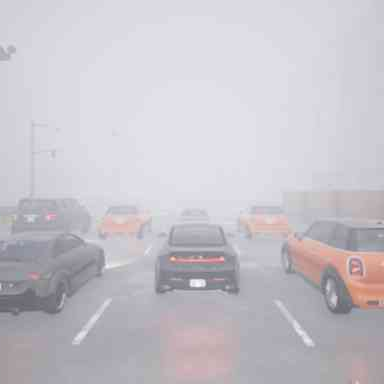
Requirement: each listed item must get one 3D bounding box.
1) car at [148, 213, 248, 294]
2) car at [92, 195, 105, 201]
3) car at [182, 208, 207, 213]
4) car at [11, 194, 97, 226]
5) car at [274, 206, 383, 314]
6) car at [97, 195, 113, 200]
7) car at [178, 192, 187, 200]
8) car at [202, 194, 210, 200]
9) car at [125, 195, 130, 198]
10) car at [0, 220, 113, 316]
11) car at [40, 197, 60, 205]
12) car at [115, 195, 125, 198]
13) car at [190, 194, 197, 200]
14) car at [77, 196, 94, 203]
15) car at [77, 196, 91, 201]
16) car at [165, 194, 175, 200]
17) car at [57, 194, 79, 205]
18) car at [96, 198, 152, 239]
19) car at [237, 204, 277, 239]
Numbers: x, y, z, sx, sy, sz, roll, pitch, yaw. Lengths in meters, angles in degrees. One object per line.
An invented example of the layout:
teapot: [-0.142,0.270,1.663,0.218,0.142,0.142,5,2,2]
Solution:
car: [0.116,1.525,8.821,1.837,1.490,4.892,0,0,0]
car: [-24.132,1.535,86.056,2.128,1.511,4.902,0,1,1]
car: [0.139,1.592,18.912,2.033,1.411,5.357,0,0,0]
car: [-6.872,1.263,16.882,2.150,2.045,5.566,0,0,0]
car: [3.613,1.371,7.800,2.097,1.767,4.553,0,0,0]
car: [-17.339,1.617,65.354,1.837,1.490,4.892,0,0,0]
car: [-3.051,1.414,93.935,1.837,1.490,4.892,0,1,1]
car: [3.953,1.466,94.274,1.994,1.385,4.181,0,1,1]
car: [-17.139,1.541,85.353,1.812,1.442,4.674,0,1,1]
car: [-3.387,1.582,7.641,1.994,1.385,4.181,0,0,0]
car: [-27.839,1.723,65.400,1.895,1.301,4.718,0,0,0]
car: [-17.244,1.570,75.062,1.882,1.535,5.008,0,0,1]
car: [0.449,1.392,93.897,1.882,1.535,5.008,0,1,1]
car: [-24.237,1.614,75.753,2.128,1.511,4.902,0,0,1]
car: [-27.639,1.612,85.424,1.895,1.301,4.718,0,1,1]
car: [-6.551,1.414,93.969,1.837,1.490,4.892,0,1,1]
car: [-24.337,1.353,65.637,2.150,2.045,5.566,0,0,0]
car: [-3.370,1.394,17.610,2.097,1.767,4.553,0,0,0]
car: [3.630,1.394,17.554,2.097,1.767,4.553,0,0,0]
